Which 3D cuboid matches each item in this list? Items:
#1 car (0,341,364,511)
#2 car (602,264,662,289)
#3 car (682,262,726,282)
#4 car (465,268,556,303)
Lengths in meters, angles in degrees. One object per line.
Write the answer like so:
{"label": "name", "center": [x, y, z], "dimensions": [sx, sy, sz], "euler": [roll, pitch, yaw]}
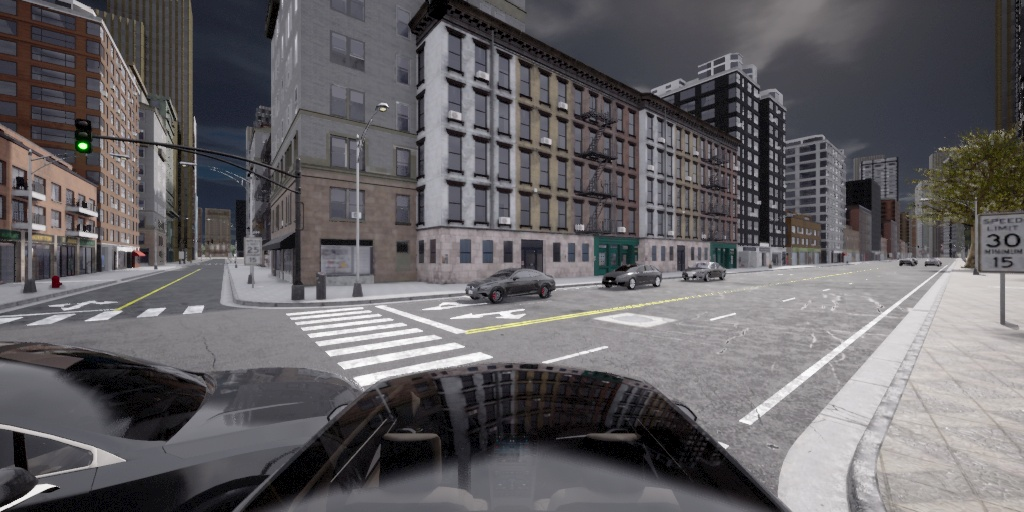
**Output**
{"label": "car", "center": [-3.214, 1.257, 1.842], "dimensions": [4.892, 1.490, 1.837], "euler": [0, 0, -34]}
{"label": "car", "center": [7.764, 1.259, 22.985], "dimensions": [4.892, 1.490, 1.837], "euler": [0, 0, -39]}
{"label": "car", "center": [15.806, 1.237, 29.417], "dimensions": [4.902, 1.511, 2.128], "euler": [0, 0, -39]}
{"label": "car", "center": [0.043, 1.287, 16.798], "dimensions": [4.674, 1.442, 1.812], "euler": [0, 0, -39]}
